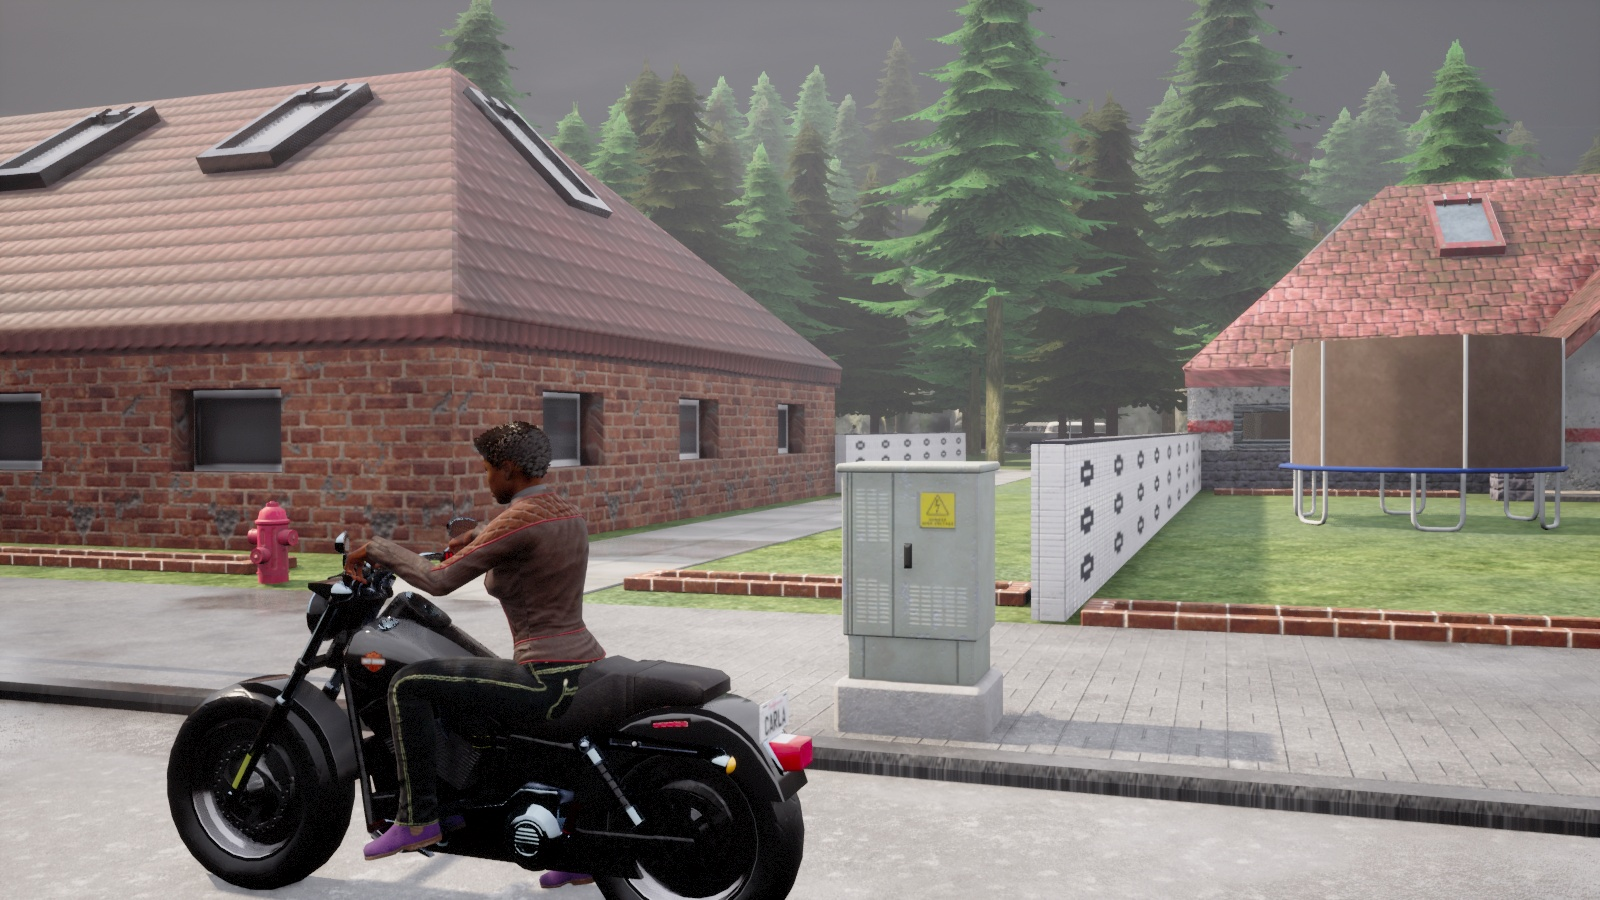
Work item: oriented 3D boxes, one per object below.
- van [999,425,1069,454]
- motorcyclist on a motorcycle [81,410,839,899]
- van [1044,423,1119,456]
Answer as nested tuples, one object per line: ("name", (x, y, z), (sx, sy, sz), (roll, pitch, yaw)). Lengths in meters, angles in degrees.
("van", (15.852, -0.725, 85.077), (4.442, 1.987, 1.775), (0, 1, 19))
("motorcyclist on a motorcycle", (-1.109, 0.707, 4.093), (2.350, 1.649, 0.766), (0, 1, 19))
("van", (17.970, -0.666, 80.143), (4.480, 2.038, 2.069), (1, 1, 19))
